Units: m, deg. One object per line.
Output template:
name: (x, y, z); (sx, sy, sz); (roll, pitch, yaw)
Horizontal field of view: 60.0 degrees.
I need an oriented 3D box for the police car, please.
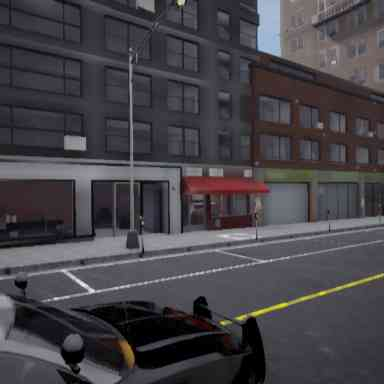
police car: (-1.615, 1.419, 2.281); (5.238, 1.638, 1.930); (0, 0, -35)
